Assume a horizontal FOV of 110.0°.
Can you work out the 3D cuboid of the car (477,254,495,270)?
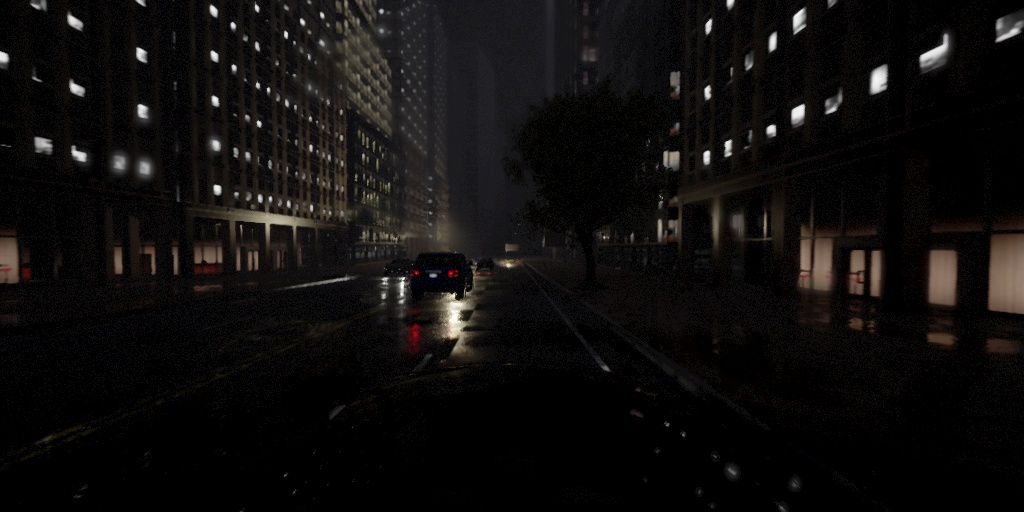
[{"bbox_3d":[-3.137,0.876,43.111,2.128,1.511,4.902,0,1,0],"label":"car"}]

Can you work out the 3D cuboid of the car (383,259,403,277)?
[{"bbox_3d":[-9.834,0.988,31.830,1.837,1.490,4.892,0,1,0],"label":"car"}]

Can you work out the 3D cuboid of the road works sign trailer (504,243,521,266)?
[{"bbox_3d":[0.024,-0.266,56.228,2.380,3.560,2.880,0,0,1],"label":"road works sign trailer"}]

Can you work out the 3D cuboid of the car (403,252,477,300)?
[{"bbox_3d":[-3.145,0.837,16.990,2.150,2.045,5.566,0,1,0],"label":"car"}]
